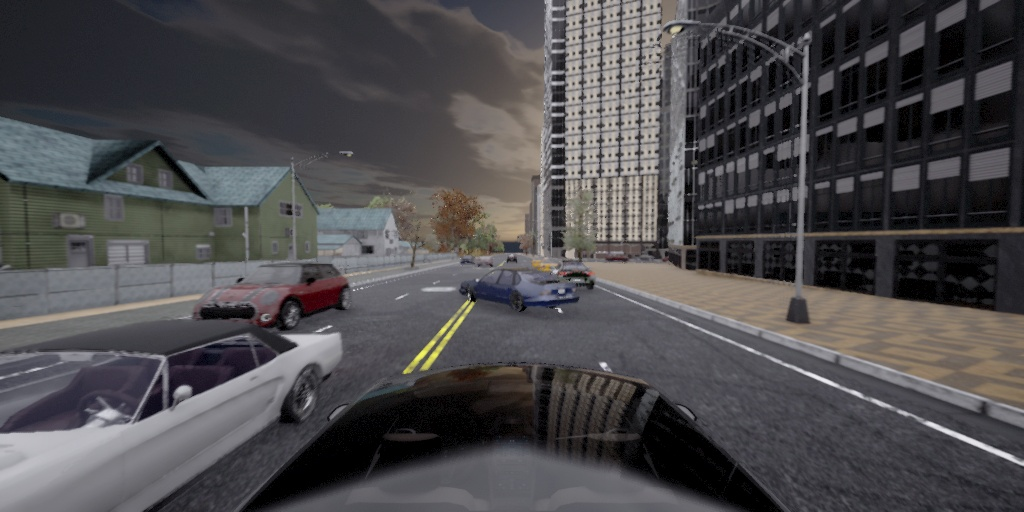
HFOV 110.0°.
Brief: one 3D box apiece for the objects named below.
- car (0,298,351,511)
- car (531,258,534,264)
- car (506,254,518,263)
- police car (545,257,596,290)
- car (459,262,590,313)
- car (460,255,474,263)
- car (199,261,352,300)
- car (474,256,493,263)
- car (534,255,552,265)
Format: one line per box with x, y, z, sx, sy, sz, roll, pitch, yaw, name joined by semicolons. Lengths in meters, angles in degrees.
-3.350;1.334;2.896;1.895;1.301;4.718;0;1;0;car
3.238;0.660;42.350;1.801;1.575;5.366;0;1;0;car
-0.008;0.418;63.332;1.882;1.535;5.008;0;1;0;car
3.244;1.002;20.155;2.038;1.542;4.974;0;1;0;police car
0.039;1.136;13.364;2.033;1.411;5.357;-1;1;-38;car
-6.568;0.606;53.781;2.033;1.411;5.357;0;1;1;car
-6.600;0.979;10.482;2.097;1.767;4.553;0;1;0;car
-3.343;0.689;45.485;1.812;1.442;4.674;0;1;0;car
3.241;0.804;31.347;1.801;1.575;5.366;0;1;0;car
